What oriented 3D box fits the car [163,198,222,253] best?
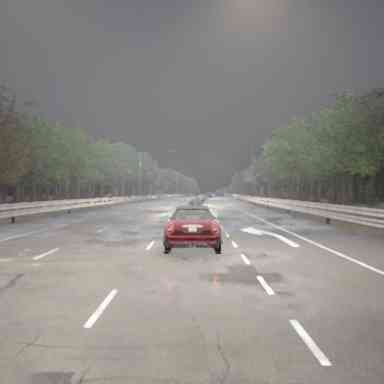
[{"bbox_3d":[0.033,1.321,13.702,2.097,1.767,4.553,0,0,0],"label":"car"}]

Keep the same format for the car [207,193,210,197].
[{"bbox_3d":[2.885,1.474,83.150,1.895,1.301,4.718,0,0,4],"label":"car"}]

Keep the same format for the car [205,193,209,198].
[{"bbox_3d":[1.725,1.431,65.916,2.033,1.411,5.357,0,0,3],"label":"car"}]

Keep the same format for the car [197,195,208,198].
[{"bbox_3d":[0.507,1.446,38.930,2.033,1.411,5.357,0,0,2],"label":"car"}]
